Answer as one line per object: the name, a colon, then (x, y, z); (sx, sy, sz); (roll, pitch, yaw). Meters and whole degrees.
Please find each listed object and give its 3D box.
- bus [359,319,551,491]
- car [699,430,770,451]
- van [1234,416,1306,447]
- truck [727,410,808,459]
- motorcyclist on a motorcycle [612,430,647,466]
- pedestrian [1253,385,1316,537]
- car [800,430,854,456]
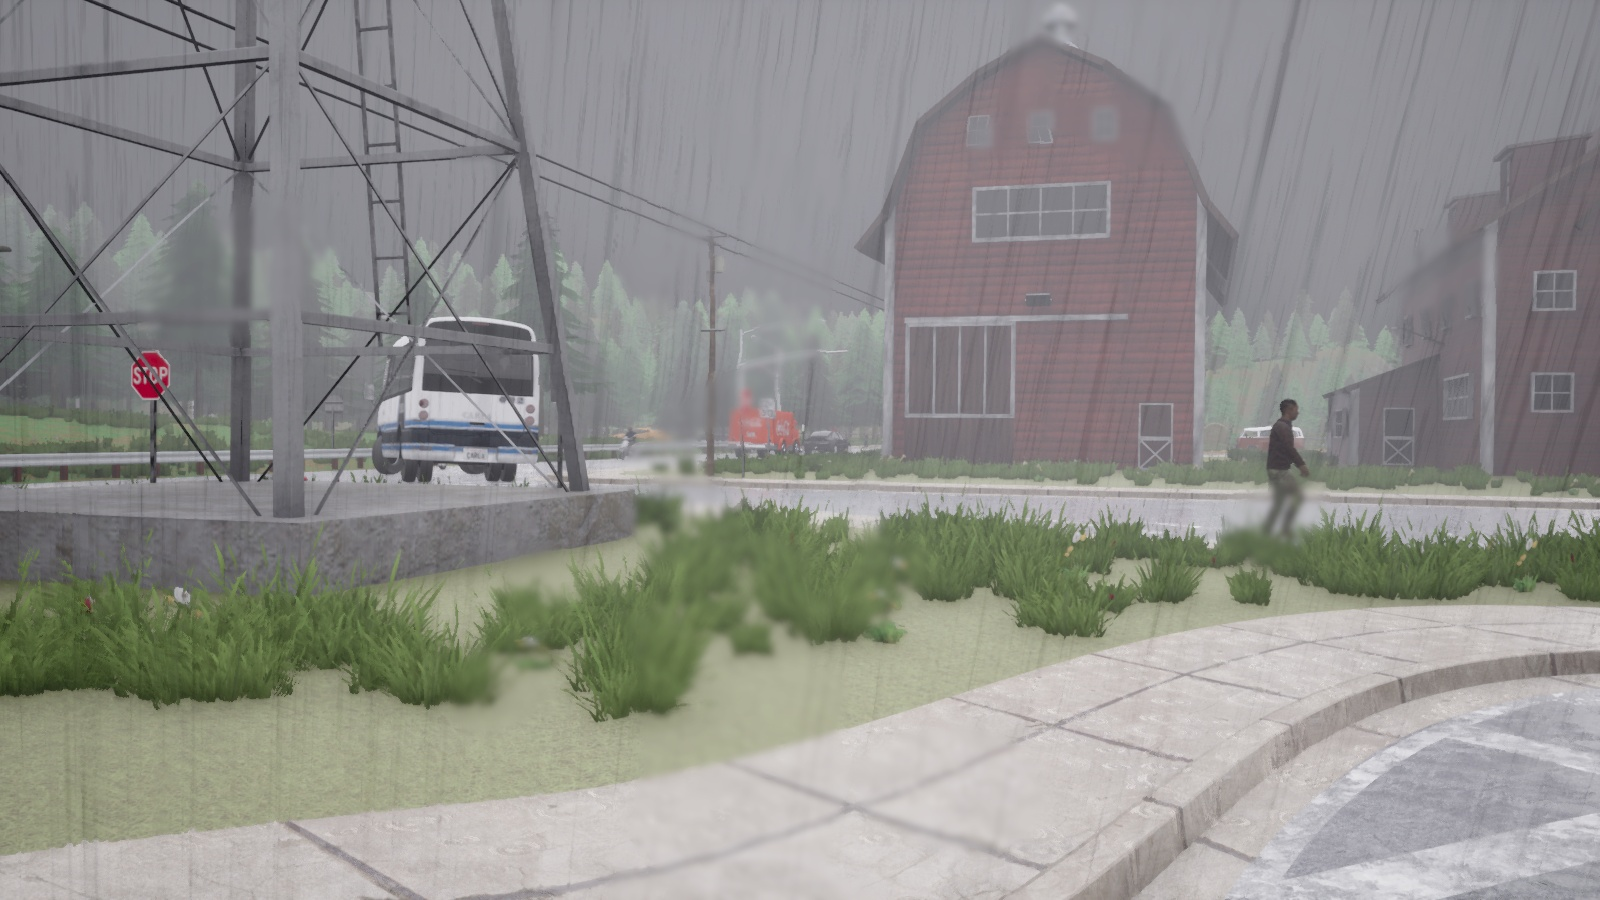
bus: (-10.434, -1.067, 36.885); (3.944, 4.253, 10.273); (1, -1, -23)
car: (-4.864, -0.688, 93.209); (4.892, 1.490, 1.837); (0, 1, 17)
van: (31.949, -1.240, 85.432); (4.480, 2.038, 2.069); (0, 1, 17)
truck: (-1.623, -0.758, 65.720); (2.627, 2.467, 5.204); (0, 0, 18)
motorcyclist on a motorcycle: (-7.869, -0.106, 57.966); (0.866, 1.590, 1.817); (0, 1, 18)
pedestrian: (5.994, 0.135, 15.555); (0.703, 1.840, 0.431); (0, 1, 18)
car: (1.673, -0.446, 75.682); (1.837, 1.490, 4.892); (0, 1, 18)
